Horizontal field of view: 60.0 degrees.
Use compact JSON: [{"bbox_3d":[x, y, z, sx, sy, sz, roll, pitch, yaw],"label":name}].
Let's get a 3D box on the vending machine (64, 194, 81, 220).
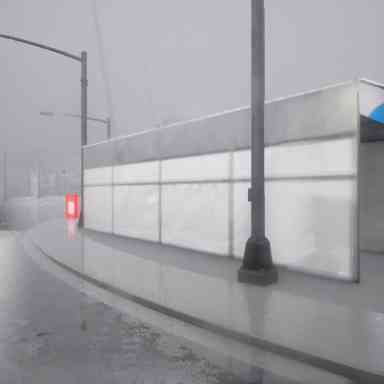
[{"bbox_3d":[-9.612,1.194,26.763,1.100,2.100,0.880,0,0,-7],"label":"vending machine"}]
